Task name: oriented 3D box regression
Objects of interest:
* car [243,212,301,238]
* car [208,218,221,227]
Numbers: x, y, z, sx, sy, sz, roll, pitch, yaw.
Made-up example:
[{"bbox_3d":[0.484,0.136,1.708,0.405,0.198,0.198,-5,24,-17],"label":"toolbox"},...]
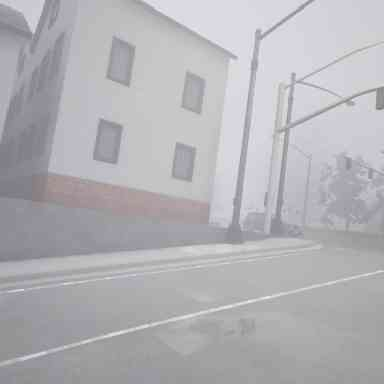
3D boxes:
[{"bbox_3d":[7.001,2.955,29.617,2.150,2.045,5.566,12,-7,-35],"label":"car"},{"bbox_3d":[1.000,3.300,37.928,2.033,1.411,5.357,12,-7,-35],"label":"car"}]
